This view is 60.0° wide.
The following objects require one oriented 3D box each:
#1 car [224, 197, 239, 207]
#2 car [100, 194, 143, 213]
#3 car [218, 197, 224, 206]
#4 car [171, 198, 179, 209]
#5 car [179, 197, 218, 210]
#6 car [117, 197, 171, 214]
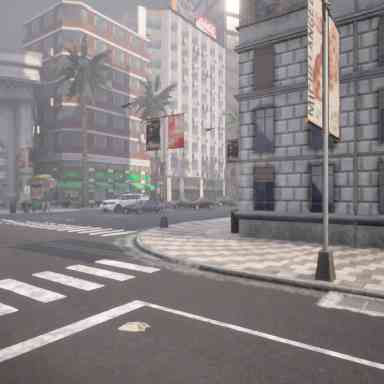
[{"bbox_3d":[7.438,1.564,51.225,4.181,1.385,1.994,0,0,-43],"label":"car"},{"bbox_3d":[-7.771,1.221,37.844,2.150,2.045,5.566,0,0,36],"label":"car"},{"bbox_3d":[4.881,1.492,53.605,4.902,1.511,2.128,0,0,-44],"label":"car"},{"bbox_3d":[-1.771,1.526,45.847,1.812,1.442,4.674,0,0,37],"label":"car"},{"bbox_3d":[0.907,1.478,43.629,1.882,1.535,5.008,0,0,38],"label":"car"},{"bbox_3d":[-5.056,1.547,35.651,2.033,1.411,5.357,0,0,36],"label":"car"}]
